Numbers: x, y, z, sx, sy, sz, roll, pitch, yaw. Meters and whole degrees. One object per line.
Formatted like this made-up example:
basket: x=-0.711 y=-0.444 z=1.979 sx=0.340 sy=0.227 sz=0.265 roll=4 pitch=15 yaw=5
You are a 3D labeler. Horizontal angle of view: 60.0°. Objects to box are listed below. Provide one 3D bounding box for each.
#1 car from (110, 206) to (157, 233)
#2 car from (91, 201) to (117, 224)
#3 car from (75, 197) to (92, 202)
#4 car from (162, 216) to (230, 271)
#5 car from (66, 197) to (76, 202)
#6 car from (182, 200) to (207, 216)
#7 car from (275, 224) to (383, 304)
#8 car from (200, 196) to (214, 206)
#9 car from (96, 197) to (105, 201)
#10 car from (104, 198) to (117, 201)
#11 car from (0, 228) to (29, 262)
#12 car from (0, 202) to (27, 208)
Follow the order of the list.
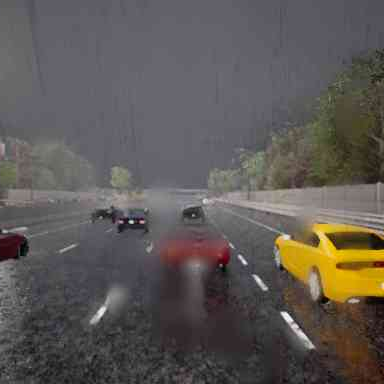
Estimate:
car: x=-3.398 y=1.749 z=21.125 sx=2.033 sy=1.411 sz=5.357 roll=0 pitch=-1 yaw=0
car: x=-6.899 y=1.756 z=27.611 sx=2.128 sy=1.511 sz=4.902 roll=0 pitch=-1 yaw=0
car: x=-24.501 y=2.034 z=76.957 sx=2.033 sy=1.411 sz=5.357 roll=0 pitch=-1 yaw=0
car: x=0.103 y=1.708 z=11.216 sx=1.895 sy=1.301 sz=4.718 roll=0 pitch=-1 yaw=0
car: x=-28.001 y=1.891 z=77.964 sx=1.837 sy=1.490 sz=4.892 roll=0 pitch=-1 yaw=0
car: x=0.103 y=1.757 z=29.258 sx=1.882 sy=1.535 sz=5.008 roll=0 pitch=-1 yaw=0
car: x=3.506 y=1.551 z=8.391 sx=1.882 sy=1.535 sz=5.008 roll=0 pitch=-1 yaw=0
car: x=3.500 y=1.920 z=71.072 sx=2.150 sy=2.045 sz=5.566 roll=0 pitch=-1 yaw=0
car: x=-21.001 y=1.994 z=76.958 sx=1.837 sy=1.490 sz=4.892 roll=0 pitch=-1 yaw=0
car: x=-17.501 y=2.234 z=74.327 sx=1.994 sy=1.385 sz=4.181 roll=0 pitch=-1 yaw=0
car: x=-6.901 y=1.663 z=10.356 sx=1.994 sy=1.385 sz=4.181 roll=0 pitch=-1 yaw=0
car: x=-17.595 y=1.916 z=32.815 sx=1.895 sy=1.301 sz=4.718 roll=0 pitch=-1 yaw=0
